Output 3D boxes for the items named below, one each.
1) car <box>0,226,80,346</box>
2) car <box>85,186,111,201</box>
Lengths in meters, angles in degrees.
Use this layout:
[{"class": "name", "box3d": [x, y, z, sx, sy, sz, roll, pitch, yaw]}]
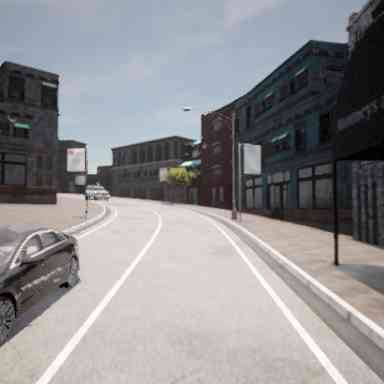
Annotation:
[{"class": "car", "box3d": [-3.631, 1.460, 6.252, 2.128, 1.511, 4.902, 0, 0, 0]}, {"class": "car", "box3d": [-13.973, 0.163, 49.086, 2.150, 2.045, 5.566, 2, 1, -37]}]
